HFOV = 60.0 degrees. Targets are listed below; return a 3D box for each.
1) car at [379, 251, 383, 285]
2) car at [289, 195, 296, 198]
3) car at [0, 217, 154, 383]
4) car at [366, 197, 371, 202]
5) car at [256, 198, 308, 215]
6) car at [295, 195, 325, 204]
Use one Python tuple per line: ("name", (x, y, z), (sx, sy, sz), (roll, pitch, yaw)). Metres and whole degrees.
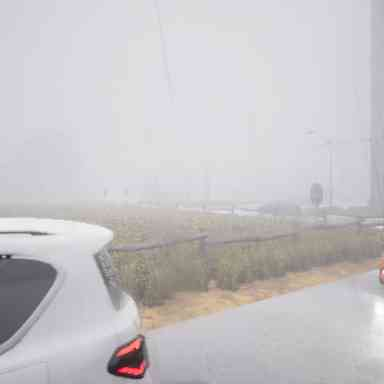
("car", (6.488, 1.381, 8.007), (4.553, 1.767, 2.097), (0, 0, -36))
("car", (25.422, 1.474, 79.590), (1.932, 1.855, 4.605), (0, 0, -36))
("car", (-2.851, 1.214, 1.451), (5.566, 2.045, 2.150), (0, 0, -35))
("car", (41.469, 1.501, 74.899), (1.905, 1.878, 3.866), (0, 0, -36))
("car", (7.986, 1.555, 31.108), (2.128, 1.511, 4.902), (0, 0, -27))
("car", (21.924, 1.611, 60.619), (2.242, 1.667, 4.611), (0, 0, -36))
